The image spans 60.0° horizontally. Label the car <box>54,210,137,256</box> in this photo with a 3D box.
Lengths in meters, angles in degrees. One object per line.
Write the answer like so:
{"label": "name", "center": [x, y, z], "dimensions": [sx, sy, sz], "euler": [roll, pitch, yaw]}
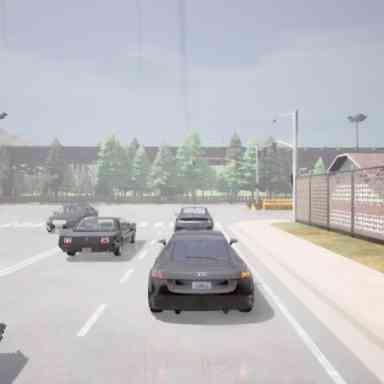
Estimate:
{"label": "car", "center": [-3.399, 1.598, 12.997], "dimensions": [1.895, 1.301, 4.718], "euler": [0, 0, 0]}

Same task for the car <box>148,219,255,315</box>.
{"label": "car", "center": [0.147, 1.562, 7.677], "dimensions": [1.994, 1.385, 4.181], "euler": [0, 0, -1]}

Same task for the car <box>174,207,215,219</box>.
{"label": "car", "center": [0.118, 1.488, 16.579], "dimensions": [2.128, 1.511, 4.902], "euler": [0, 0, 1]}

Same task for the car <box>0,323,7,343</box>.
{"label": "car", "center": [-3.399, 1.547, 1.969], "dimensions": [2.033, 1.411, 5.357], "euler": [0, 0, 0]}

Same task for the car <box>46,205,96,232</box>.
{"label": "car", "center": [-6.998, 1.527, 19.934], "dimensions": [2.128, 1.511, 4.902], "euler": [0, 0, 0]}
